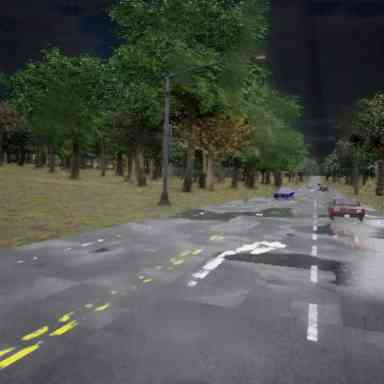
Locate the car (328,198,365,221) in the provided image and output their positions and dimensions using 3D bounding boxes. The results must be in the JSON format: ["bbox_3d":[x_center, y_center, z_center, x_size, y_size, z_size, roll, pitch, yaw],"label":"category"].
[{"bbox_3d":[9.967,1.063,21.732,1.895,1.301,4.718,3,2,20],"label":"car"}]

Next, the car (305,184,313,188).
[{"bbox_3d":[30.051,-1.365,85.397,1.812,1.442,4.674,3,3,20],"label":"car"}]

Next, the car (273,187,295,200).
[{"bbox_3d":[11.806,0.149,42.530,1.882,1.535,5.008,3,3,27],"label":"car"}]

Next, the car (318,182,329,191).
[{"bbox_3d":[31.806,-1.111,80.105,2.097,1.767,4.553,3,3,20],"label":"car"}]
